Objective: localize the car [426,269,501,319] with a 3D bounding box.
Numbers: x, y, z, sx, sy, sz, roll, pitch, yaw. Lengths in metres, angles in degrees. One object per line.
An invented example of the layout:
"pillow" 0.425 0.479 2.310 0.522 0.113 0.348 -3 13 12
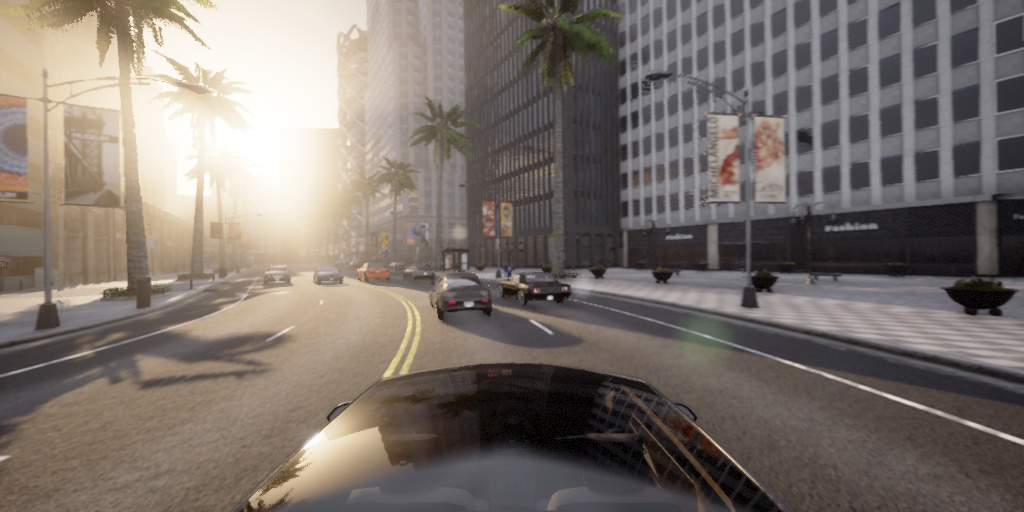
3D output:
"car" -1.979 1.325 13.213 1.812 1.442 4.674 -1 0 -17

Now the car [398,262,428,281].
"car" -8.564 1.497 32.611 1.994 1.385 4.181 -1 0 -33

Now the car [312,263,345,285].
"car" -15.466 1.559 30.105 1.812 1.442 4.674 -1 0 -34

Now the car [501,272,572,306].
"car" 0.761 1.364 16.100 1.895 1.301 4.718 -1 0 -19

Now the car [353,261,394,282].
"car" -12.635 1.346 32.433 2.097 1.767 4.553 -1 0 -33

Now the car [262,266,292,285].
"car" -20.023 1.595 30.615 2.128 1.511 4.902 -1 0 -34
